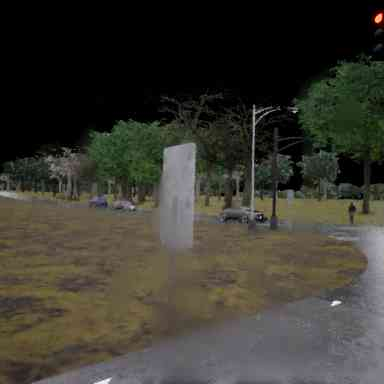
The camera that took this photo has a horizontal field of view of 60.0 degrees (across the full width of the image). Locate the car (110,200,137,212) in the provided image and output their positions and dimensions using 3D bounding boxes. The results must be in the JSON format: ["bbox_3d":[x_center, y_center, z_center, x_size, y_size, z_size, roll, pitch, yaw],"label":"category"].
[{"bbox_3d":[-9.379,1.965,46.370,2.128,1.511,4.902,3,-1,-35],"label":"car"}]

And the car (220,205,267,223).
[{"bbox_3d":[4.187,1.805,27.492,1.994,1.385,4.181,3,-2,-35],"label":"car"}]

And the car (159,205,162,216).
[{"bbox_3d":[-1.784,1.855,35.783,2.128,1.511,4.902,3,-2,-36],"label":"car"}]

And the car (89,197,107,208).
[{"bbox_3d":[-18.388,1.965,65.207,2.150,2.045,5.566,3,-2,-36],"label":"car"}]

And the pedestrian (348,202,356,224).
[{"bbox_3d":[13.333,1.718,27.800,0.375,1.860,0.375,2,-1,-36],"label":"pedestrian"}]
